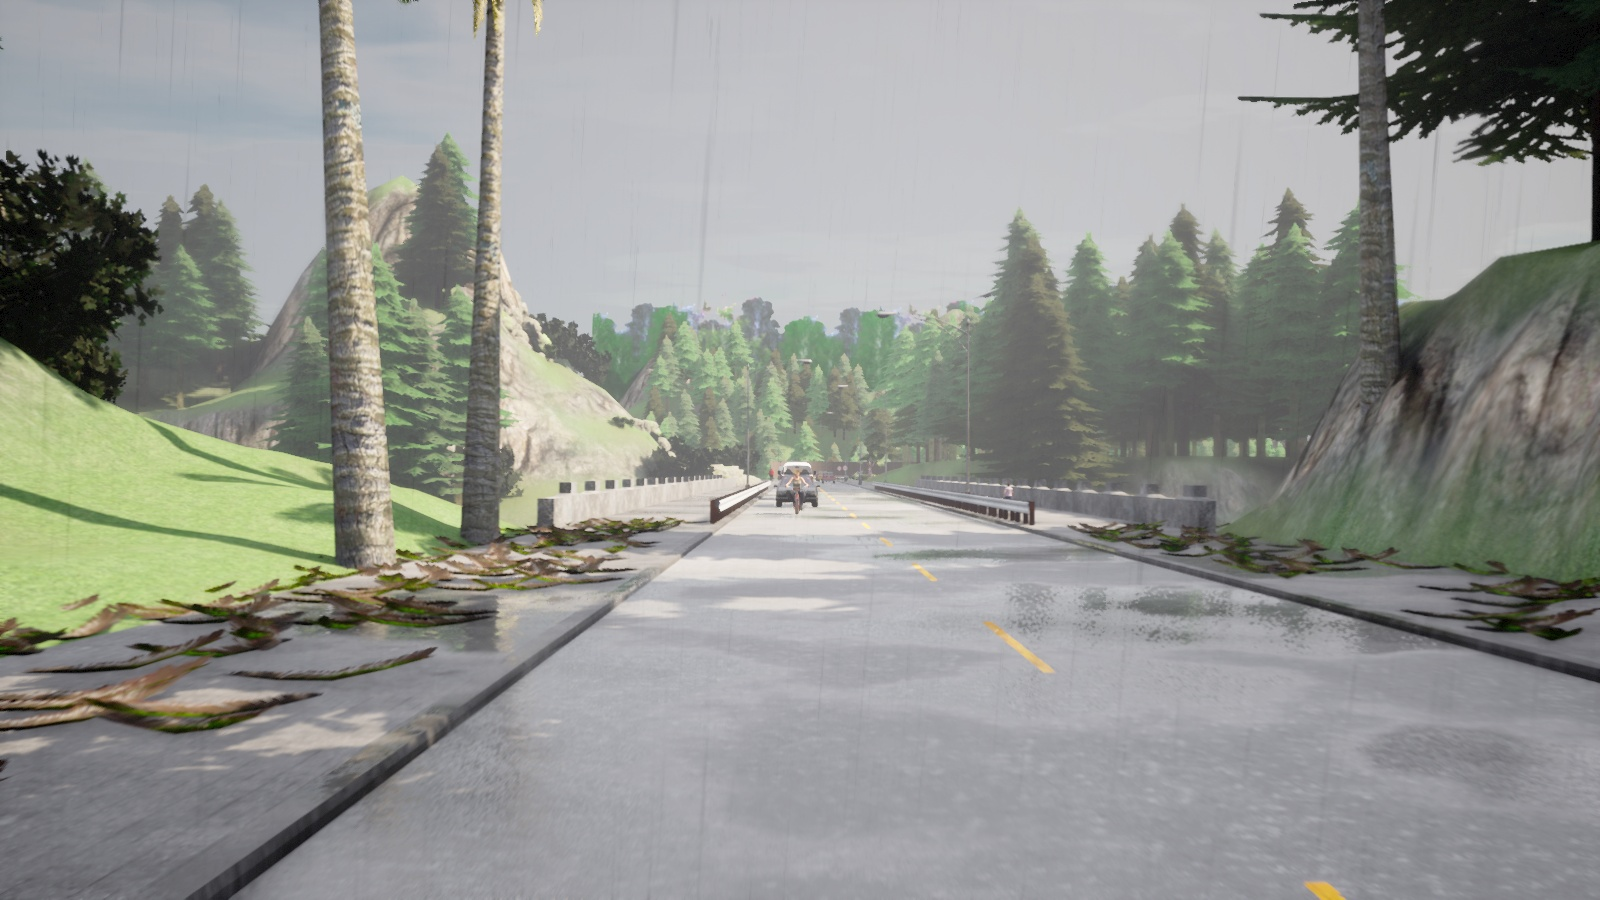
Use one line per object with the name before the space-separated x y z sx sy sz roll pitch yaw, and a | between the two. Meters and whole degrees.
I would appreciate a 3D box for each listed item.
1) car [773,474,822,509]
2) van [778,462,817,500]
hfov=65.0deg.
car | -0.118 1.790 55.393 2.033 1.411 5.357 0 -1 0
van | -0.148 1.693 68.891 2.069 2.038 4.480 0 -1 0
